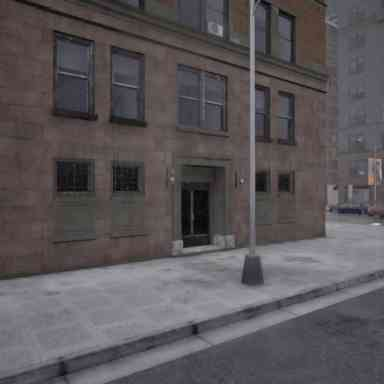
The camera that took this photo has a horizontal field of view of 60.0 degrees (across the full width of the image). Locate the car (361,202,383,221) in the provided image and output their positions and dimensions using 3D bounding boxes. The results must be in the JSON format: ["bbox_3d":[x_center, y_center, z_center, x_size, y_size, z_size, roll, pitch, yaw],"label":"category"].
[{"bbox_3d":[15.742,1.544,25.085,1.812,1.442,4.674,0,0,-35],"label":"car"}]

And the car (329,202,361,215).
[{"bbox_3d":[15.458,1.625,31.430,1.895,1.301,4.718,0,0,-36],"label":"car"}]
